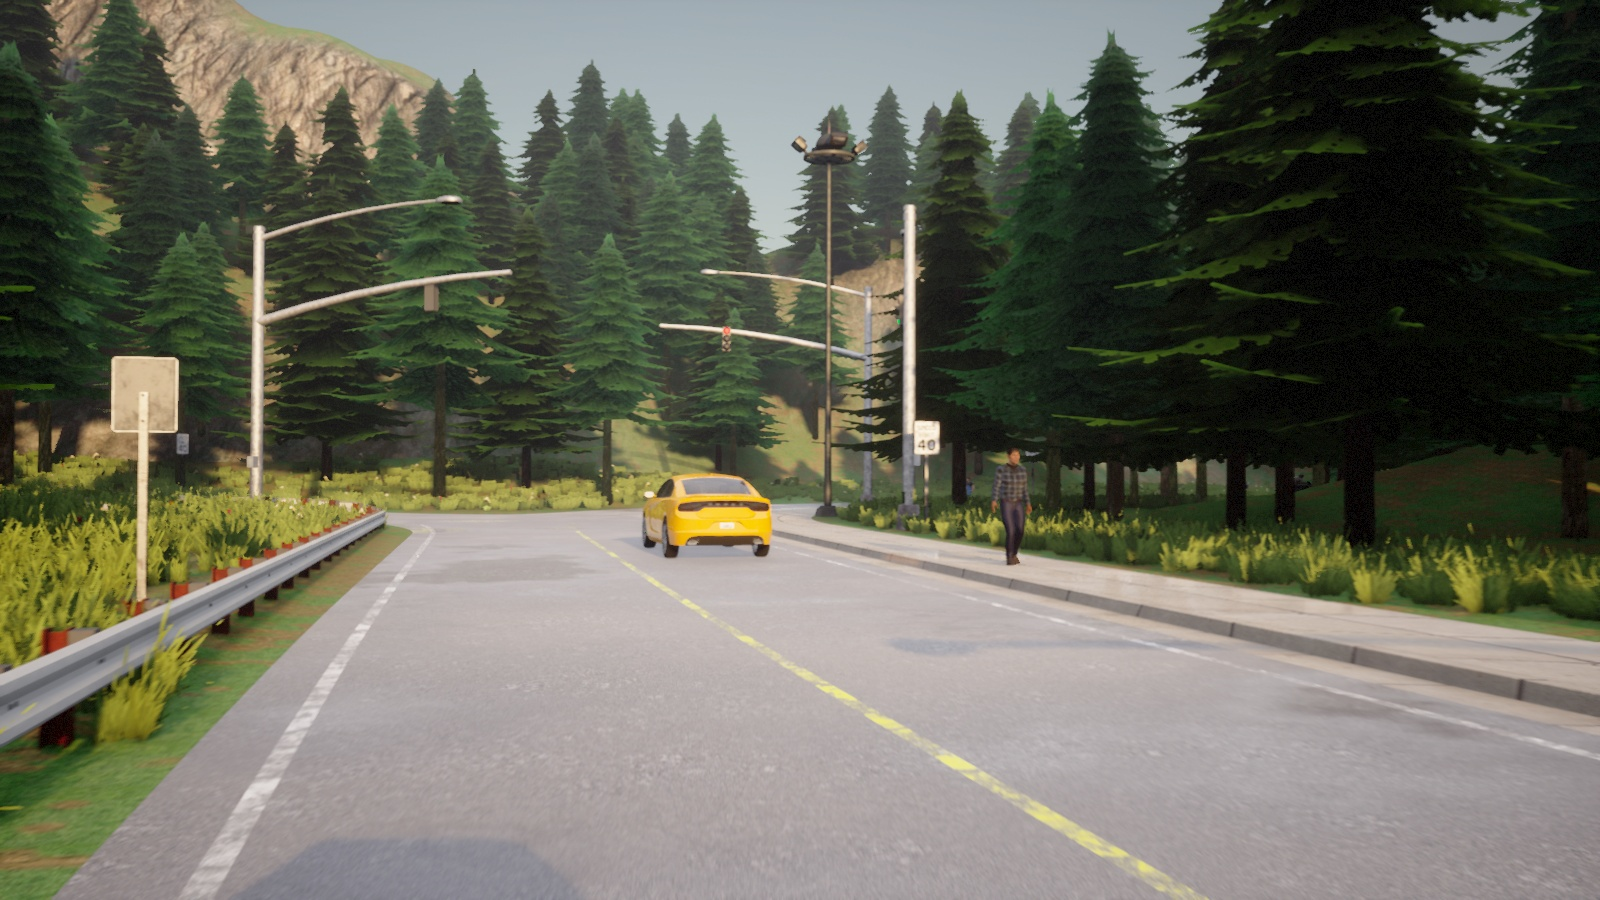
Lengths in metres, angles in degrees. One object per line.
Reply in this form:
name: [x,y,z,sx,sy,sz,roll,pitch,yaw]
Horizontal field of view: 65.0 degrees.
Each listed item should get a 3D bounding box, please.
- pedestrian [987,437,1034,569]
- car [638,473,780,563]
pedestrian: [3.174,0.783,18.934,0.423,1.949,0.788,0,-1,-12]
car: [-1.876,1.207,24.165,1.882,1.535,5.008,0,-1,-14]
